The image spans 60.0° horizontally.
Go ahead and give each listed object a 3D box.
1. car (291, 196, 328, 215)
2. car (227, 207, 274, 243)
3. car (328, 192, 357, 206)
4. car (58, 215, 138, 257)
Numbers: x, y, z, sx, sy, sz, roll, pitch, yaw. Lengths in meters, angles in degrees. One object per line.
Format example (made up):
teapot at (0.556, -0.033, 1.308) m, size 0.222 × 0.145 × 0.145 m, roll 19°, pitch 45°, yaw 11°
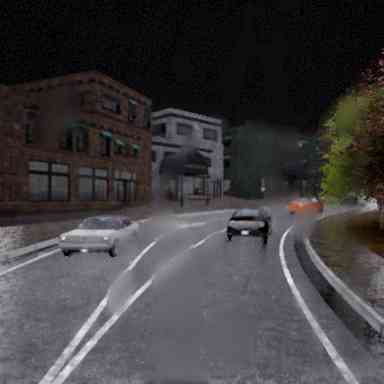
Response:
car at (11.409, 1.245, 32.674) m, size 2.097 × 1.767 × 4.553 m, roll 0°, pitch 0°, yaw 36°
car at (2.963, 1.512, 16.490) m, size 2.128 × 1.511 × 4.902 m, roll 0°, pitch 0°, yaw 17°
car at (21.338, 0.877, 47.439) m, size 5.566 × 2.045 × 2.150 m, roll -1°, pitch 0°, yaw -36°
car at (-3.486, 1.629, 13.179) m, size 1.895 × 1.301 × 4.718 m, roll 0°, pitch 0°, yaw 2°
